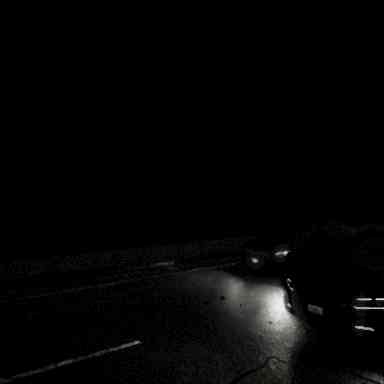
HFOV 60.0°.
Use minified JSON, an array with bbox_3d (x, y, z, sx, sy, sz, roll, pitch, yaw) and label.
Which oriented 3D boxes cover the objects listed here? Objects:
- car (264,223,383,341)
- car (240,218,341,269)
[{"bbox_3d":[3.879,1.501,6.468,5.008,1.535,1.882,0,0,-36],"label":"car"},{"bbox_3d":[3.570,1.556,10.246,4.674,1.442,1.812,0,0,-36],"label":"car"}]
